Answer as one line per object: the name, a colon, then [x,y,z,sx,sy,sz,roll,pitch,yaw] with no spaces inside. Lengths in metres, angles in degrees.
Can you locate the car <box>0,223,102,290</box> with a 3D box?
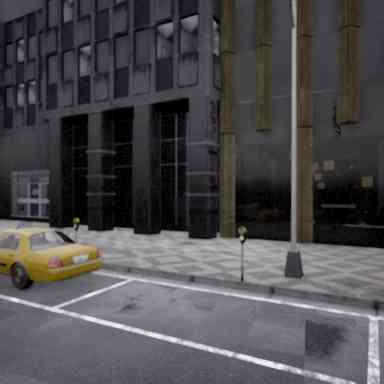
car: [-4.616,1.513,8.847,4.829,1.417,1.752,0,0,29]
